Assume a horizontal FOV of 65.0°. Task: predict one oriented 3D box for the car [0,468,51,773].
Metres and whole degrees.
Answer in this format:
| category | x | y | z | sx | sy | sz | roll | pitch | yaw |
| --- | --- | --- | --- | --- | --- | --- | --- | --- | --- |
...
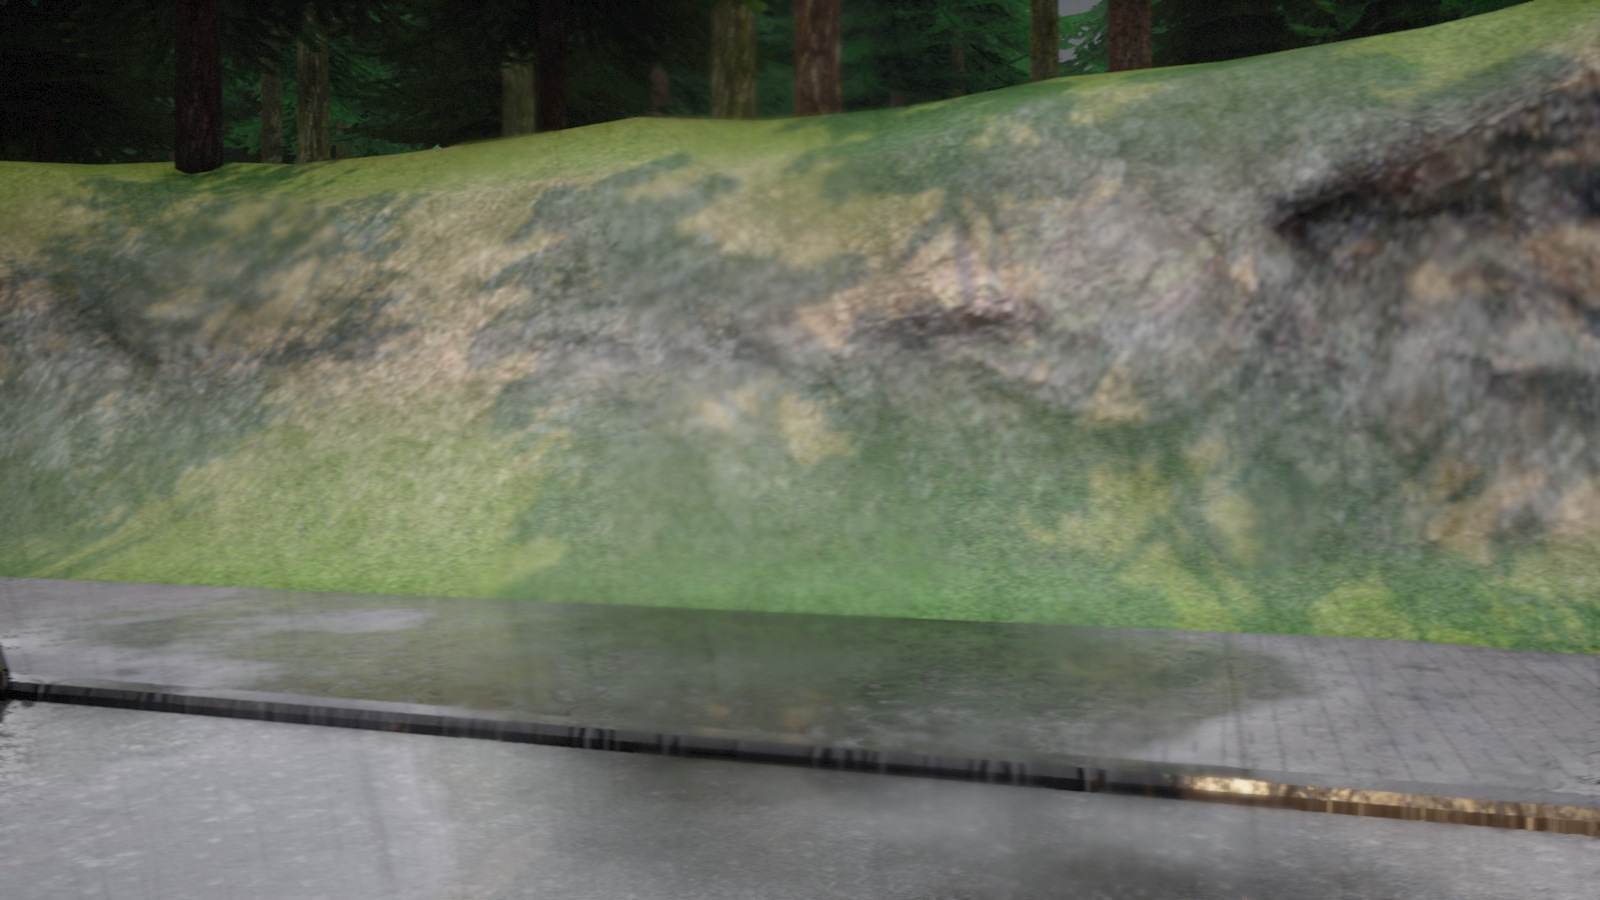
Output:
| category | x | y | z | sx | sy | sz | roll | pitch | yaw |
| --- | --- | --- | --- | --- | --- | --- | --- | --- | --- |
| car | -5.870 | 0.777 | 5.698 | 4.181 | 1.385 | 1.994 | 1 | 1 | 19 |
